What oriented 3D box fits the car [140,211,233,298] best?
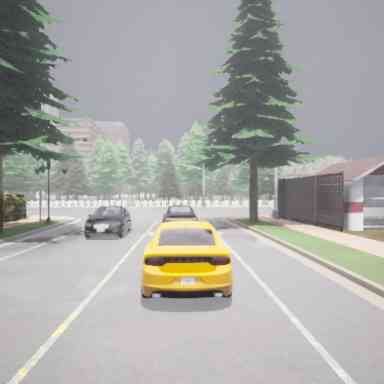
[{"bbox_3d":[-0.158,1.477,8.546,1.882,1.535,5.008,0,0,-2],"label":"car"}]

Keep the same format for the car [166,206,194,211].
[{"bbox_3d":[-0.675,1.490,18.038,2.128,1.511,4.902,0,0,-4],"label":"car"}]

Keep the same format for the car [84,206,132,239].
[{"bbox_3d":[-4.299,1.491,17.565,2.128,1.511,4.902,0,0,-4],"label":"car"}]
